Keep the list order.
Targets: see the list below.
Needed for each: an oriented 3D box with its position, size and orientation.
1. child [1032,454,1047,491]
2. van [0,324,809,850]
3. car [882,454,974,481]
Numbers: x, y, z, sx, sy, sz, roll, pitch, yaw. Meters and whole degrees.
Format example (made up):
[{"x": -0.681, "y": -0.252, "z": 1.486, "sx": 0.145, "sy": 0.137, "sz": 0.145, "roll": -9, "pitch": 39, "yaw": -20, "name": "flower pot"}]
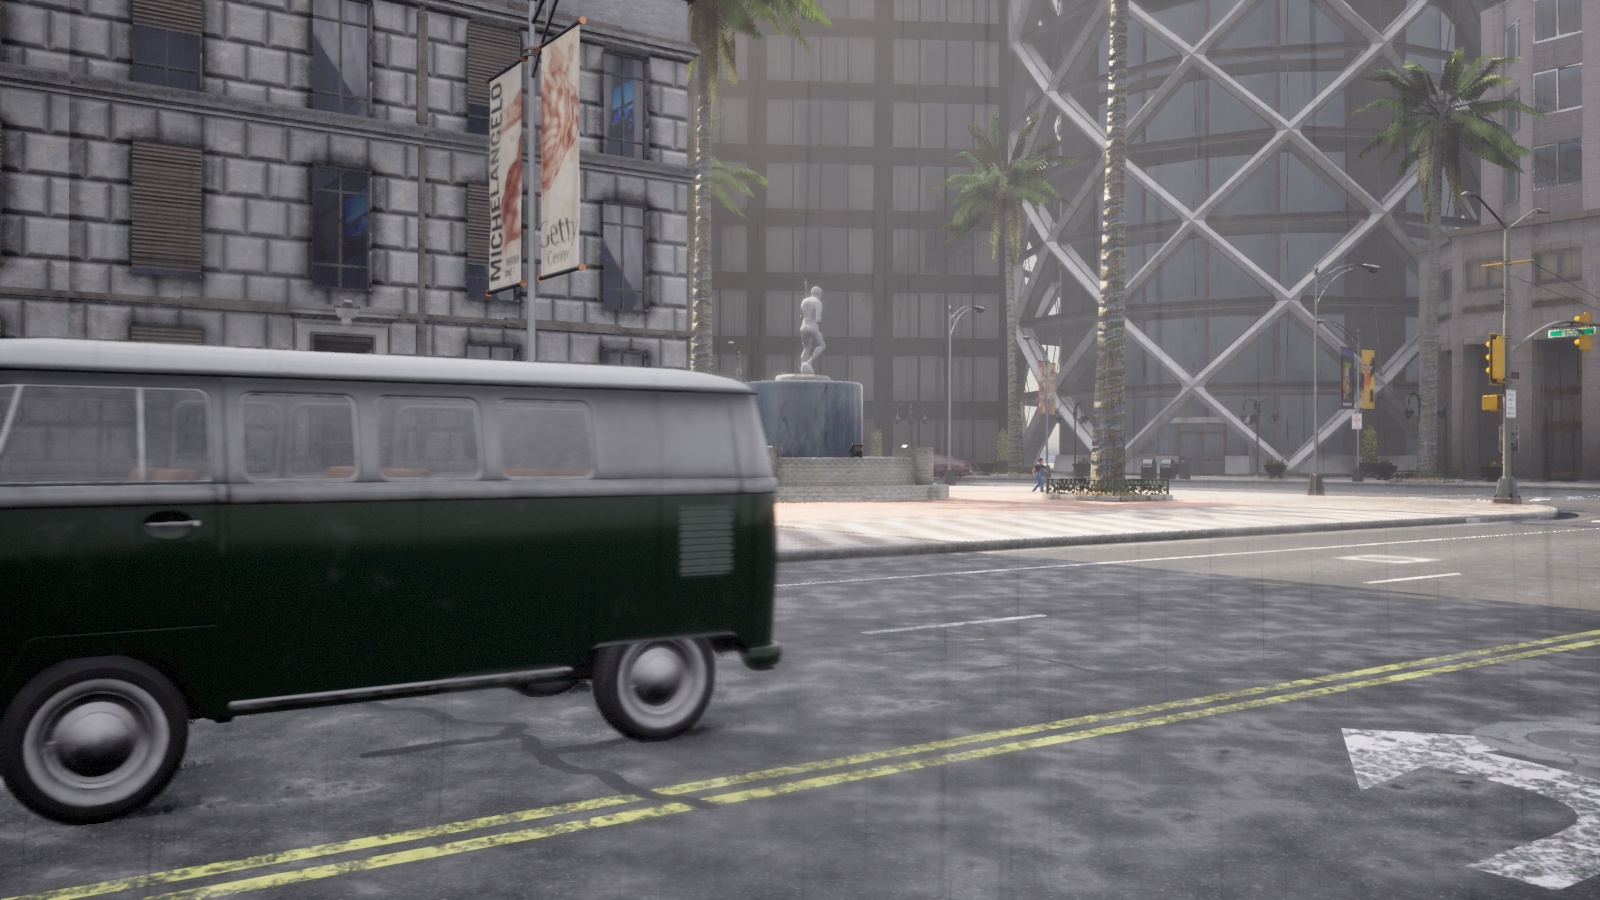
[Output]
[{"x": 8.273, "y": 0.770, "z": 43.322, "sx": 0.270, "sy": 1.263, "sz": 0.437, "roll": 0, "pitch": 0, "yaw": -39, "name": "child"}, {"x": -2.287, "y": 0.518, "z": 6.328, "sx": 4.442, "sy": 1.987, "sz": 1.775, "roll": 0, "pitch": 0, "yaw": -35, "name": "van"}, {"x": 6.958, "y": 0.923, "z": 68.252, "sx": 4.674, "sy": 1.442, "sz": 1.812, "roll": 0, "pitch": 0, "yaw": 21, "name": "car"}]
